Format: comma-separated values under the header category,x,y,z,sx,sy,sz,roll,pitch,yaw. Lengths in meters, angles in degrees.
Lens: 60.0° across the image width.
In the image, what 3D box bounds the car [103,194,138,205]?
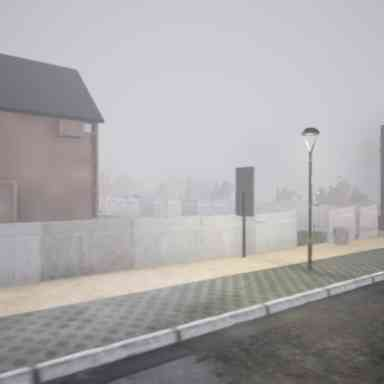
category,x,y,z,sx,sy,sz,roll,pitch,yaw
car,-10.269,1.084,45.674,4.718,1.301,1.895,1,1,30

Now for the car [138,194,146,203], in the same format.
category,x,y,z,sx,sy,sz,roll,pitch,yaw
car,-8.870,0.972,48.616,4.902,1.511,2.128,1,1,30
